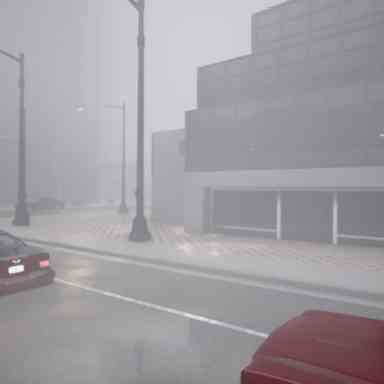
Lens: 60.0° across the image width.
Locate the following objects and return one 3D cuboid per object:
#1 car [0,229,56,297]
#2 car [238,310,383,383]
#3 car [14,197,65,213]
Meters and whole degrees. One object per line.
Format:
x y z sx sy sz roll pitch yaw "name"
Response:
-5.444 1.528 7.882 5.357 1.411 2.033 0 0 35 "car"
2.641 1.594 2.113 4.718 1.301 1.895 -1 0 35 "car"
-15.504 1.296 33.985 1.882 1.535 5.008 1 0 36 "car"
